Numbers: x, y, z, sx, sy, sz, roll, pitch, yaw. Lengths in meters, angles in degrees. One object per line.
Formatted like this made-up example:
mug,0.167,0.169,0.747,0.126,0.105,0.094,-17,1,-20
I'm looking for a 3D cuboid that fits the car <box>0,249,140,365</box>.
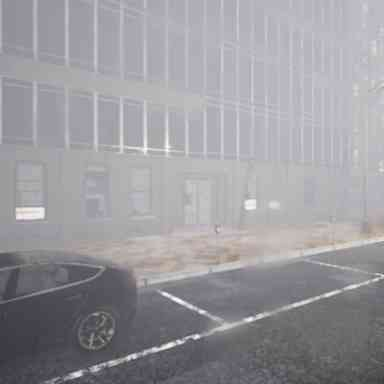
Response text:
car,-2.816,1.565,4.548,4.313,1.339,1.947,0,0,-35
